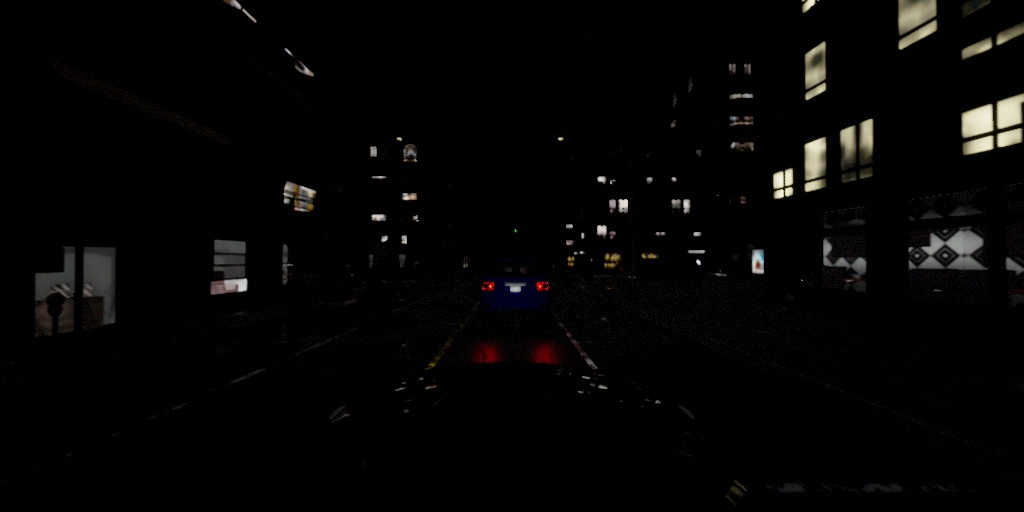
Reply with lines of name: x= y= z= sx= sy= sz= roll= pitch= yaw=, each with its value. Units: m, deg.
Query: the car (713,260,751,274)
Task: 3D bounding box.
car: x=25.328 y=1.190 z=39.076 sx=5.357 sy=1.411 sz=2.033 roll=-1 pitch=0 yaw=0

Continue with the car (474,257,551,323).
car: x=0.096 y=1.081 z=12.728 sx=2.150 sy=2.045 sz=5.566 roll=0 pitch=-1 yaw=0

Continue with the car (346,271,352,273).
car: x=-17.433 y=1.929 z=35.493 sx=4.674 sy=1.442 sz=1.812 roll=-1 pitch=0 yaw=1

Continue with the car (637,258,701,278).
car: x=14.703 y=1.106 z=33.183 sx=5.009 sy=1.841 sz=2.192 roll=0 pitch=0 yaw=0

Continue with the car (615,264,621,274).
car: x=14.567 y=1.179 z=41.562 sx=5.009 sy=1.841 sz=2.192 roll=0 pitch=0 yaw=0

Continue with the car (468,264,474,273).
car: x=-5.702 y=1.888 z=55.217 sx=1.948 sy=1.339 sz=4.313 roll=0 pitch=0 yaw=0

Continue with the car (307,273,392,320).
car: x=-5.743 y=1.451 z=13.197 sx=1.802 sy=1.307 sz=4.207 roll=0 pitch=0 yaw=0

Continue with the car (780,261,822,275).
car: x=25.797 y=1.151 z=33.284 sx=4.313 sy=1.339 sz=1.948 roll=0 pitch=0 yaw=0

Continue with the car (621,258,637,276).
car: x=14.949 y=1.314 z=38.983 sx=5.008 sy=1.535 sz=1.882 roll=-1 pitch=0 yaw=-1
